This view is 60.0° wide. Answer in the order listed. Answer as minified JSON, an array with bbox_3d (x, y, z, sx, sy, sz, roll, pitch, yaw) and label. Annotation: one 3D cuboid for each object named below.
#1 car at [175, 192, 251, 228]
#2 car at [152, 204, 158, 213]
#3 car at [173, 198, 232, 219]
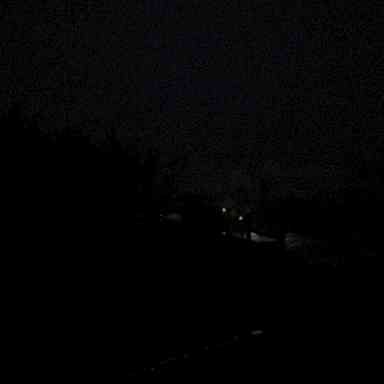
[{"bbox_3d":[1.282,1.038,20.644,2.150,2.045,5.566,0,1,-32],"label":"car"},{"bbox_3d":[-4.558,1.162,30.278,1.812,1.442,4.674,0,1,-30],"label":"car"},{"bbox_3d":[0.729,1.256,27.186,2.033,1.411,5.357,0,1,-34],"label":"car"}]
